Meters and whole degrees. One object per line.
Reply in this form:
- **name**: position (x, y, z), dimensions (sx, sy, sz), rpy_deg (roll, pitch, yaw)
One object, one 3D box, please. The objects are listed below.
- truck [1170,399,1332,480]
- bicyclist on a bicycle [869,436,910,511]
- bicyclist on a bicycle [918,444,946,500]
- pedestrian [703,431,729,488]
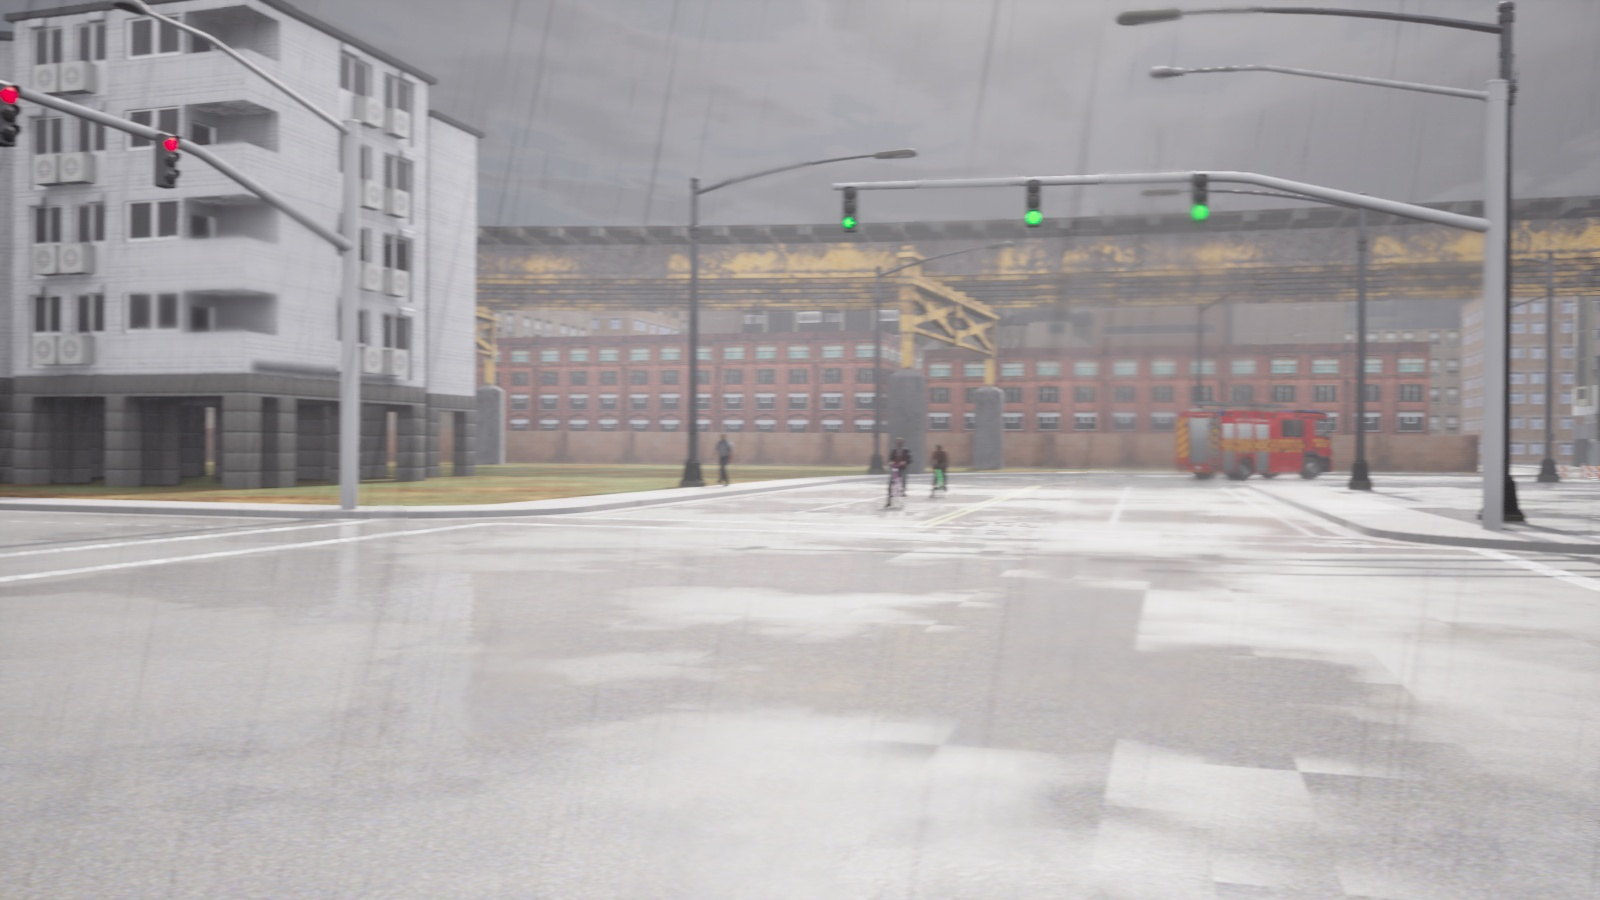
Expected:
- **truck**: position (22.597, -0.506, 62.801), dimensions (8.468, 3.827, 2.891), rpy_deg (0, 0, -31)
- **bicyclist on a bicycle**: position (2.215, 0.562, 30.867), dimensions (0.659, 1.776, 1.843), rpy_deg (0, 0, 15)
- **bicyclist on a bicycle**: position (3.920, 0.630, 37.231), dimensions (0.582, 1.620, 1.656), rpy_deg (0, 0, 15)
- **pedestrian**: position (-2.762, 0.299, 41.183), dimensions (0.540, 1.848, 0.694), rpy_deg (0, 0, 33)
